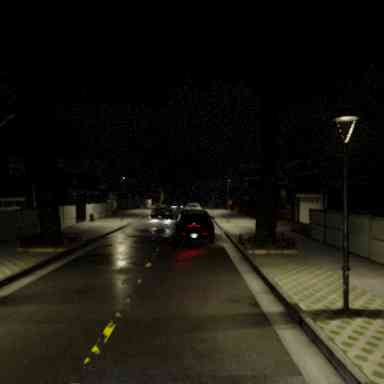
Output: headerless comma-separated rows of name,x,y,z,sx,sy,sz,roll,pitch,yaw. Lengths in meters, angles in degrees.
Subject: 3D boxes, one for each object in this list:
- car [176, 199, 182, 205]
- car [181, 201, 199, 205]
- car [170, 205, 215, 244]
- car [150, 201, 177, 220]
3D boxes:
car,-2.943,2.359,73.953,1.837,1.490,4.892,0,-1,-2
car,0.100,1.833,32.914,1.812,1.442,4.674,0,-1,0
car,0.097,1.631,16.593,1.837,1.490,4.892,0,0,0
car,-2.848,1.846,32.197,2.033,1.411,5.357,0,-1,0
